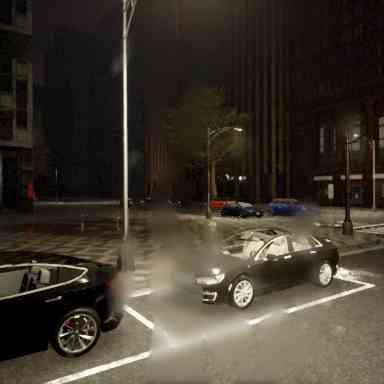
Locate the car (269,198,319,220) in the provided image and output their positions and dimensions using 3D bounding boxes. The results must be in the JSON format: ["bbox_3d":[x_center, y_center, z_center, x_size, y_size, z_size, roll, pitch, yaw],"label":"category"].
[{"bbox_3d":[8.781,1.405,29.152,2.097,1.767,4.553,0,0,-35],"label":"car"}]

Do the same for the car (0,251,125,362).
[{"bbox_3d":[-3.045,1.566,4.467,4.313,1.339,1.947,0,0,-34],"label":"car"}]

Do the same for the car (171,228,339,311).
[{"bbox_3d":[1.602,1.550,7.657,4.403,1.369,2.008,0,0,-34],"label":"car"}]

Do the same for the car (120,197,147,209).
[{"bbox_3d":[-9.035,1.496,49.337,2.097,1.767,4.553,0,0,-34],"label":"car"}]

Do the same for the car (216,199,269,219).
[{"bbox_3d":[4.432,1.642,29.736,1.994,1.385,4.181,0,0,-35],"label":"car"}]

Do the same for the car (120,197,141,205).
[{"bbox_3d":[-12.112,1.704,65.520,2.033,1.411,5.357,0,0,-35],"label":"car"}]

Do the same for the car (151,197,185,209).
[{"bbox_3d":[-3.431,1.466,46.892,2.097,1.767,4.553,0,0,-34],"label":"car"}]

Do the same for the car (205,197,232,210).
[{"bbox_3d":[3.622,1.427,42.702,2.097,1.767,4.553,0,0,-35],"label":"car"}]

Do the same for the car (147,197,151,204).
[{"bbox_3d":[-7.959,1.625,65.050,2.128,1.511,4.902,0,0,-35],"label":"car"}]

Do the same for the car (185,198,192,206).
[{"bbox_3d":[-2.129,1.649,56.663,2.033,1.411,5.357,0,0,-34],"label":"car"}]
